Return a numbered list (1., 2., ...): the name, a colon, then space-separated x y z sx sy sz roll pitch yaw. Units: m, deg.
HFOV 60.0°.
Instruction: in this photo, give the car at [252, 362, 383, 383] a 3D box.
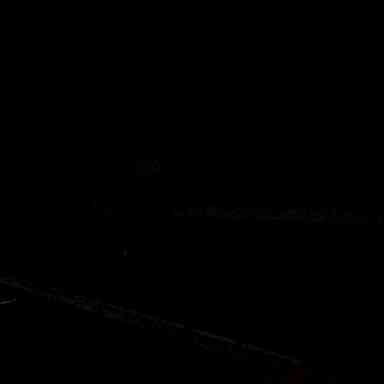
1. car: 2.260 1.523 1.285 4.829 1.417 1.752 0 0 35
